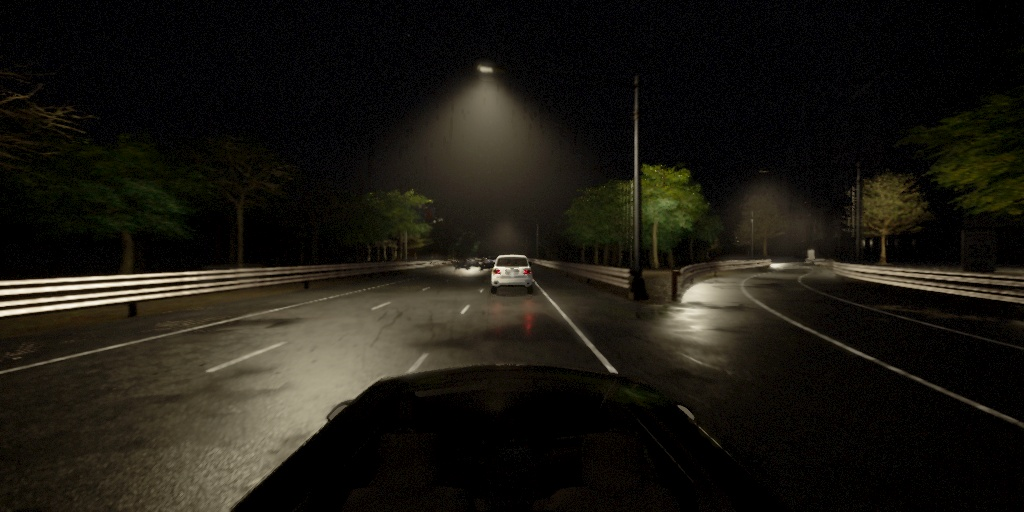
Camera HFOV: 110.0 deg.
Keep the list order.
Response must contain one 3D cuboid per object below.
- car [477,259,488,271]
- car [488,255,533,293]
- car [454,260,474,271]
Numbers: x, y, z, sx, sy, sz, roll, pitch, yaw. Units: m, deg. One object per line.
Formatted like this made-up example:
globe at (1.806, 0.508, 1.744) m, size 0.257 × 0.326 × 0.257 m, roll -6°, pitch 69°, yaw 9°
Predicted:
car at (-3.481, 1.387, 51.456) m, size 1.994 × 1.385 × 4.181 m, roll 0°, pitch 0°, yaw 0°
car at (0.008, 0.977, 20.764) m, size 2.150 × 2.045 × 5.566 m, roll 0°, pitch 0°, yaw 0°
car at (-6.982, 1.424, 51.384) m, size 1.895 × 1.301 × 4.718 m, roll 0°, pitch 0°, yaw 0°
